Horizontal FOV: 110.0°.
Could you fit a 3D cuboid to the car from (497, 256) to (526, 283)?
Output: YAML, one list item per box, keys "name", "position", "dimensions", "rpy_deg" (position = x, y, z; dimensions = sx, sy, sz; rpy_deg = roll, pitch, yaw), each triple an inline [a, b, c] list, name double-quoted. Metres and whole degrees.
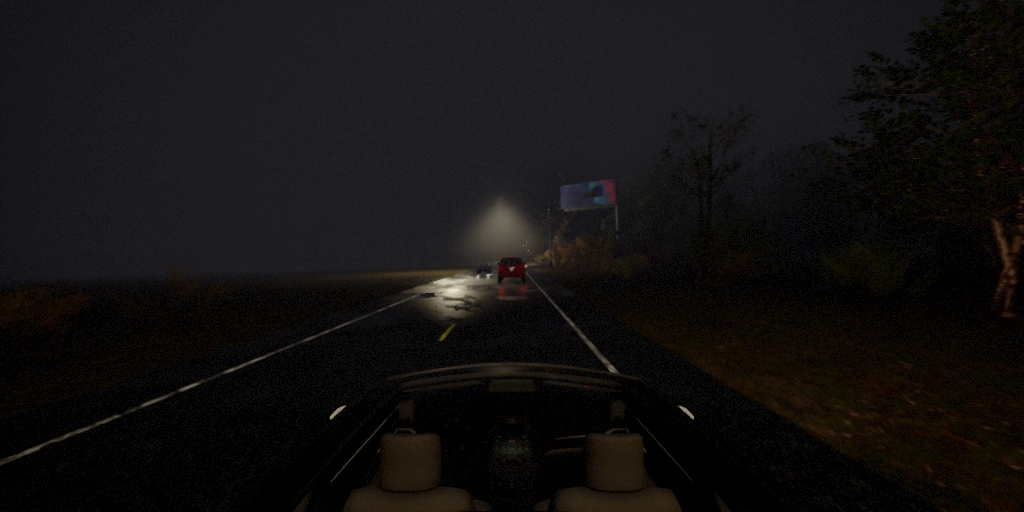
- name: "car"
  position: [-0.007, 1.054, 28.984]
  dimensions: [2.150, 2.045, 5.566]
  rpy_deg: [-1, 0, 0]

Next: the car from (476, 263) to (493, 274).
- name: "car"
  position: [-3.486, 1.578, 46.104]
  dimensions: [2.033, 1.411, 5.357]
  rpy_deg: [-1, 0, 0]
